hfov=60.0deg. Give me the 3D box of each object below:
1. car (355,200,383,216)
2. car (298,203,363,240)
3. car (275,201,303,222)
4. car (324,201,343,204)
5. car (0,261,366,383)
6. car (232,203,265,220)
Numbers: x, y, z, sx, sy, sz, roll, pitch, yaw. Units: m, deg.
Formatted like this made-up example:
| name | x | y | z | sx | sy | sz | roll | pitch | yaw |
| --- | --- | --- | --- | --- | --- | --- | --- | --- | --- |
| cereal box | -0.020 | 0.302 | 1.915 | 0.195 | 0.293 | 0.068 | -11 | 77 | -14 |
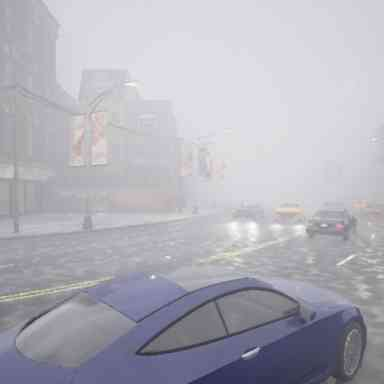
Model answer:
| name | x | y | z | sx | sy | sz | roll | pitch | yaw |
| --- | --- | --- | --- | --- | --- | --- | --- | --- | --- |
| car | 17.013 | 1.462 | 32.127 | 1.882 | 1.535 | 5.008 | 0 | 0 | 12 |
| car | 7.265 | 1.539 | 17.101 | 2.033 | 1.411 | 5.357 | 0 | 0 | 32 |
| car | 7.721 | 1.461 | 25.918 | 1.882 | 1.535 | 5.008 | 0 | 0 | 23 |
| car | 13.283 | 1.531 | 31.361 | 2.033 | 1.411 | 5.357 | 0 | 0 | 14 |
| car | 0.141 | 1.523 | 3.629 | 4.674 | 1.442 | 1.812 | 0 | 0 | -40 |
| car | 4.811 | 1.581 | 27.952 | 1.895 | 1.301 | 4.718 | 0 | 0 | 22 |
